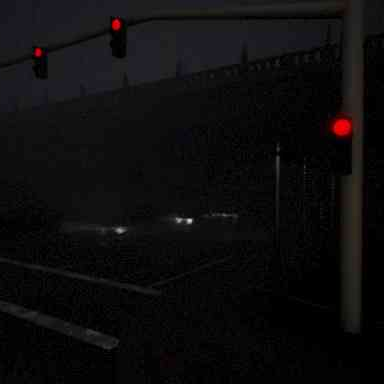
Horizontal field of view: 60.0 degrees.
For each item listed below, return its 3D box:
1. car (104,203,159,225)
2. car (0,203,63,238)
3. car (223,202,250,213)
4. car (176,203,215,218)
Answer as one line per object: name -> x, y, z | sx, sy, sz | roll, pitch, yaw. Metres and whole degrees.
car -> -4.620, 1.661, 26.076 | 1.882, 1.535, 5.008 | 0, 0, 32
car -> -9.476, 1.424, 18.150 | 2.097, 1.767, 4.553 | 0, 0, 31
car -> 5.791, 2.022, 42.992 | 1.895, 1.301, 4.718 | 0, 0, 32
car -> 0.532, 1.849, 34.477 | 2.033, 1.411, 5.357 | 0, 0, 31
